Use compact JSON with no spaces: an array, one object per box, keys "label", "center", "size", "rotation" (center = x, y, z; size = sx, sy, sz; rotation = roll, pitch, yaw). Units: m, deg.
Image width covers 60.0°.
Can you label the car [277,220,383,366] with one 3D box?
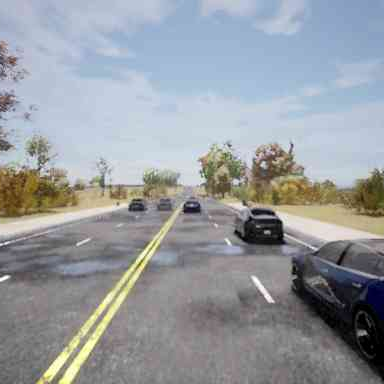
[{"label":"car","center":[3.250,1.503,5.815],"size":[2.163,1.488,4.792],"rotation":[0,0,0]}]

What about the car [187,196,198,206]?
[{"label":"car","center":[0.095,1.485,55.092],"size":[1.812,1.442,4.674],"rotation":[0,0,0]}]

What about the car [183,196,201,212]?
[{"label":"car","center":[-0.009,1.480,38.268],"size":[2.163,1.488,4.792],"rotation":[0,0,0]}]

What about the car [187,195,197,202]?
[{"label":"car","center":[-0.006,1.480,73.604],"size":[2.033,1.411,5.357],"rotation":[0,0,0]}]

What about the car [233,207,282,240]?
[{"label":"car","center":[3.249,1.499,16.786],"size":[1.837,1.490,4.892],"rotation":[0,0,0]}]

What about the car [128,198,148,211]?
[{"label":"car","center":[-6.510,1.486,40.342],"size":[1.837,1.490,4.892],"rotation":[0,0,0]}]

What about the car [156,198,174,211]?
[{"label":"car","center":[-3.253,1.522,40.870],"size":[1.837,1.490,4.892],"rotation":[0,0,0]}]
